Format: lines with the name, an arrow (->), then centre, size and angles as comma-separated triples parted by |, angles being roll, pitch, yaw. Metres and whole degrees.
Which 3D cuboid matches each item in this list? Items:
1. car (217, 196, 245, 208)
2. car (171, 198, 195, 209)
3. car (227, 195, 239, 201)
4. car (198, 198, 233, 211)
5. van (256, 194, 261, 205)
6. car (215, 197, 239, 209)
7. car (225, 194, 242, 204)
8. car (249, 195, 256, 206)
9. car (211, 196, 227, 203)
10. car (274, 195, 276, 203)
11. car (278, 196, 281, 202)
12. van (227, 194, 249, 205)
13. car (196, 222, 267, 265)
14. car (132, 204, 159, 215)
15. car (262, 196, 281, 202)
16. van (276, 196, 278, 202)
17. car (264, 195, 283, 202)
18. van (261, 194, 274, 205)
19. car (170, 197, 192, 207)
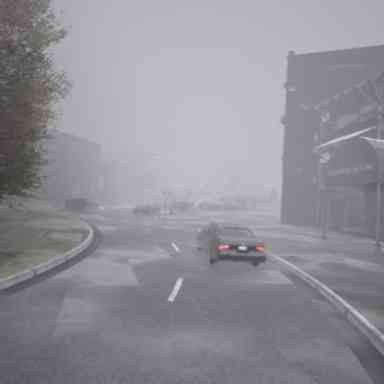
car -> 5.737, 2.012, 55.981 | 5.366, 1.575, 1.946 | 2, 2, 5
car -> -1.153, 1.917, 52.232 | 1.837, 1.490, 4.892 | 2, 2, 24
car -> 10.669, 1.514, 85.986 | 1.812, 1.442, 4.674 | 2, 1, 25
car -> 3.367, 2.048, 50.441 | 4.892, 1.521, 2.231 | 2, 1, 5
van -> 10.911, 1.742, 67.033 | 4.442, 1.987, 1.878 | 2, 2, 5
car -> 4.648, 2.075, 53.201 | 4.674, 1.452, 2.002 | 2, 2, 5
car -> 9.422, 1.518, 75.504 | 2.150, 2.045, 5.566 | 2, 1, 25
car -> 8.452, 1.745, 61.491 | 5.566, 2.045, 2.435 | 2, 2, 5
car -> 6.276, 1.731, 76.462 | 2.033, 1.411, 5.357 | 2, 1, 25
car -> 17.365, 1.783, 80.868 | 4.553, 1.767, 2.185 | 2, 1, 5
car -> 20.127, 1.889, 86.388 | 5.366, 1.575, 1.946 | 2, 1, 5
van -> 7.322, 1.789, 58.722 | 4.442, 1.987, 1.878 | 2, 1, 5
car -> 1.357, 1.906, 13.299 | 2.033, 1.411, 5.357 | 4, -1, -6
car -> -5.538, 2.076, 40.642 | 1.895, 1.301, 4.718 | 3, 0, 14
car -> 21.245, 1.903, 89.170 | 4.792, 1.488, 2.163 | 2, 1, 5
van -> 18.557, 1.667, 83.631 | 4.442, 1.987, 1.878 | 2, 2, 5
car -> 22.521, 1.737, 91.931 | 4.553, 1.767, 2.185 | 2, 2, 5
van -> 16.241, 1.701, 78.088 | 4.442, 1.987, 1.878 | 2, 1, 5
car -> -1.842, 1.762, 58.517 | 1.882, 1.535, 5.008 | 2, 1, 24
